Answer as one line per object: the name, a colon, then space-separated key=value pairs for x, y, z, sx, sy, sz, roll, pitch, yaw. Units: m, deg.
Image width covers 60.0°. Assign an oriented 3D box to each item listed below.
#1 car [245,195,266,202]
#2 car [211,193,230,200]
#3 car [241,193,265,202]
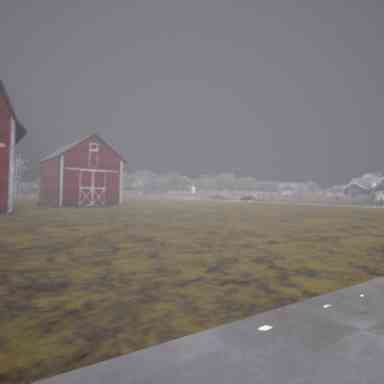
car: x=13.318 y=1.297 z=69.787 sx=1.994 sy=1.385 sz=4.181 roll=2 pitch=-1 yaw=-35
car: x=6.803 y=1.054 z=78.962 sx=2.033 sy=1.411 sz=5.357 roll=2 pitch=-1 yaw=-35
car: x=11.787 y=1.014 z=65.896 sx=2.097 sy=1.767 sz=4.553 roll=2 pitch=-1 yaw=-35
